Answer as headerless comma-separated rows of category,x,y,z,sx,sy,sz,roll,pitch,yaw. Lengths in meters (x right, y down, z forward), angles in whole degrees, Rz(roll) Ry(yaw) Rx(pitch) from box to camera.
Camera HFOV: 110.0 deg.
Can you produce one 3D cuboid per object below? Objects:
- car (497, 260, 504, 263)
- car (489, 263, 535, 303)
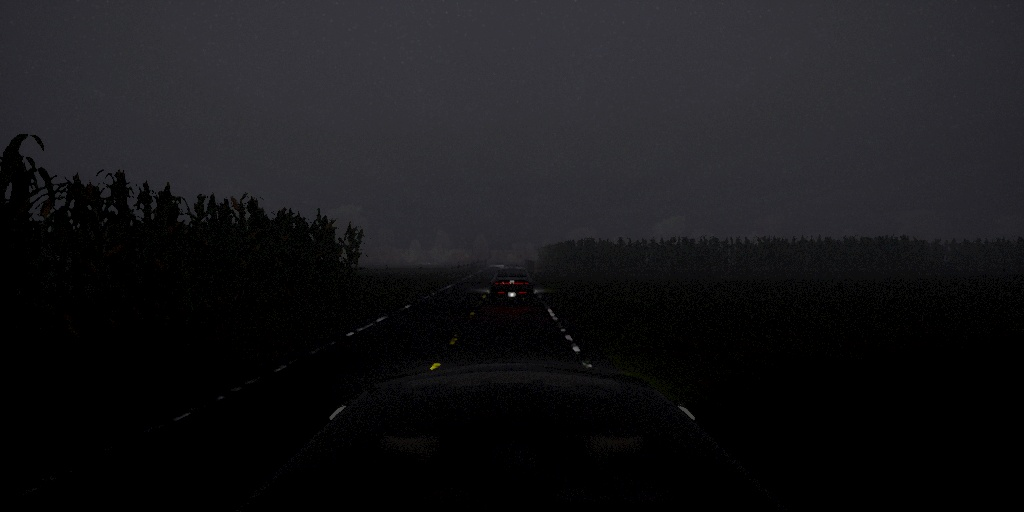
car,0.000,1.307,31.500,2.033,1.411,5.357,0,0,0
car,0.000,1.263,16.499,1.837,1.490,4.892,0,0,0
